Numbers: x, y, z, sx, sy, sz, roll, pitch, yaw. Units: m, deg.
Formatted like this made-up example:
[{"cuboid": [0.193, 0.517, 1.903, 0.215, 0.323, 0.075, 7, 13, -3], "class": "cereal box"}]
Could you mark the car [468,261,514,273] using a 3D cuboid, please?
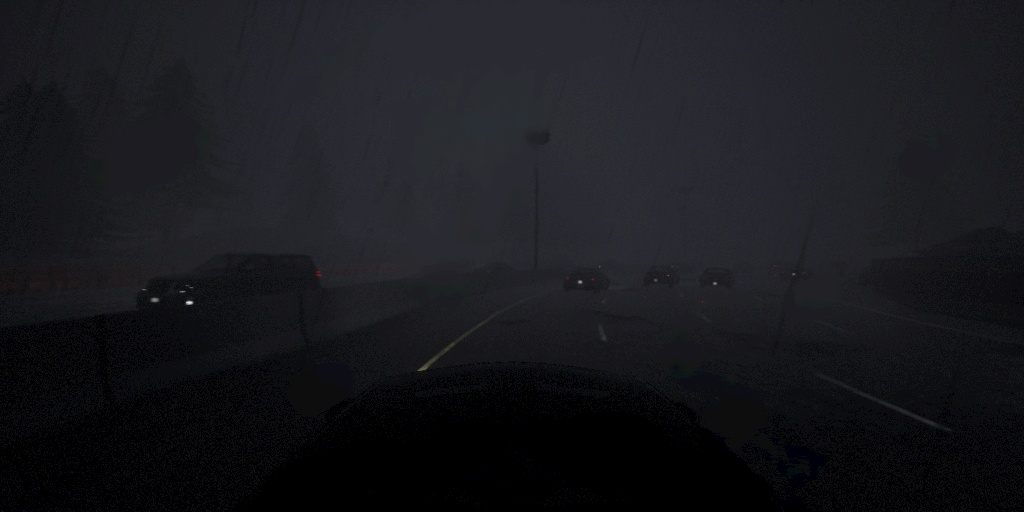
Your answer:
[{"cuboid": [-1.570, 1.296, 32.356, 1.812, 1.442, 4.674, 0, 0, 33], "class": "car"}]

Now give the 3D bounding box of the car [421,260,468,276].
[{"cuboid": [-7.158, 1.201, 36.967, 1.882, 1.535, 5.008, 0, 0, 34], "class": "car"}]

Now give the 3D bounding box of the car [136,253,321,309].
[{"cuboid": [-9.453, 0.899, 12.779, 2.150, 2.045, 5.566, 1, 0, 12], "class": "car"}]

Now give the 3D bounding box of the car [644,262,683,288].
[{"cuboid": [10.578, 1.392, 25.305, 1.812, 1.442, 4.674, 0, 0, 32], "class": "car"}]

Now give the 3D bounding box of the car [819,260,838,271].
[{"cuboid": [43.119, 1.251, 48.626, 4.181, 1.385, 1.994, -1, 1, -44], "class": "car"}]

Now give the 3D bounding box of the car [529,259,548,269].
[{"cuboid": [4.724, 1.227, 55.678, 5.008, 1.535, 1.882, 0, 1, -44], "class": "car"}]

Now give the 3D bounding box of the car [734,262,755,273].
[{"cuboid": [28.354, 1.378, 44.214, 4.181, 1.385, 1.994, -1, 1, -44], "class": "car"}]

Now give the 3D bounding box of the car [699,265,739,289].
[{"cuboid": [14.436, 1.494, 25.029, 1.895, 1.301, 4.718, 0, 0, 35], "class": "car"}]

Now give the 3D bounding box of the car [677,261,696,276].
[{"cuboid": [18.921, 1.352, 40.011, 4.902, 1.511, 2.128, 0, 0, -44], "class": "car"}]

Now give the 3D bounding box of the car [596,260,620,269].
[{"cuboid": [12.822, 1.308, 48.896, 4.892, 1.490, 1.837, 0, 0, -44], "class": "car"}]

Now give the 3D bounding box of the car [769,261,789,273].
[{"cuboid": [32.815, 1.311, 43.634, 4.892, 1.490, 1.837, -1, 1, -44], "class": "car"}]

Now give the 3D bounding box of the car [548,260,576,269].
[{"cuboid": [7.997, 1.327, 53.966, 4.181, 1.385, 1.994, 0, 1, -43], "class": "car"}]

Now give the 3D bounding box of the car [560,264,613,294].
[{"cuboid": [4.525, 1.398, 21.329, 1.994, 1.385, 4.181, 0, 0, 24], "class": "car"}]

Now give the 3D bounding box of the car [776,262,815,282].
[{"cuboid": [24.757, 1.487, 31.059, 4.181, 1.385, 1.994, 0, 0, -44], "class": "car"}]
